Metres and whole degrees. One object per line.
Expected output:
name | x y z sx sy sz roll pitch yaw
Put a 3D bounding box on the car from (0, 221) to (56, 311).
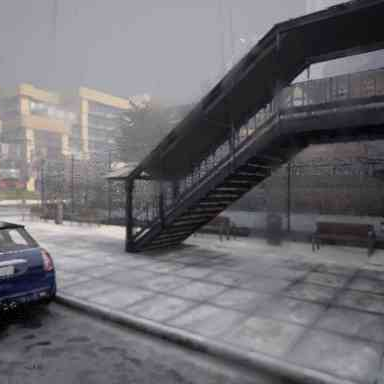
car | -4.832 1.330 6.738 4.553 1.767 2.185 0 0 35
